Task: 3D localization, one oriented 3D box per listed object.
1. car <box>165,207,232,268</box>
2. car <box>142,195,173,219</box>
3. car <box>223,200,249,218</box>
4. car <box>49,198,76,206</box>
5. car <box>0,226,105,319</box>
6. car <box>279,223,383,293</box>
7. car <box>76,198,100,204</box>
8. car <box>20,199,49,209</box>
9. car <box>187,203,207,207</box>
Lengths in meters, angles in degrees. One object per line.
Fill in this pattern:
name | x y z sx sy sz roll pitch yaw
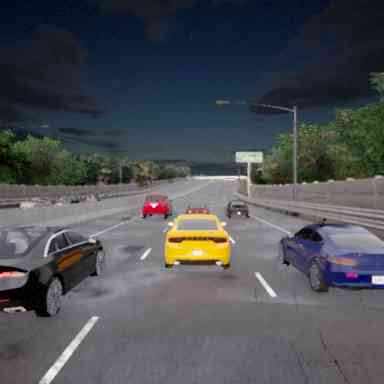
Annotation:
car | 0.178 1.489 11.388 1.882 1.535 5.008 0 0 1
car | -2.991 1.246 29.534 2.150 2.045 5.566 0 0 1
car | 4.041 1.536 30.540 1.837 1.490 4.892 0 0 1
car | -16.691 1.516 44.556 2.128 1.511 4.902 0 0 2
car | -3.358 1.497 7.380 2.128 1.511 4.902 0 0 0
car | 3.653 1.536 8.730 1.812 1.442 4.674 0 0 0
car | -13.221 1.552 43.800 1.812 1.442 4.674 0 0 2
car | -20.250 1.621 43.233 1.895 1.301 4.718 0 0 2
car | 0.499 1.628 29.083 1.895 1.301 4.718 0 0 1
